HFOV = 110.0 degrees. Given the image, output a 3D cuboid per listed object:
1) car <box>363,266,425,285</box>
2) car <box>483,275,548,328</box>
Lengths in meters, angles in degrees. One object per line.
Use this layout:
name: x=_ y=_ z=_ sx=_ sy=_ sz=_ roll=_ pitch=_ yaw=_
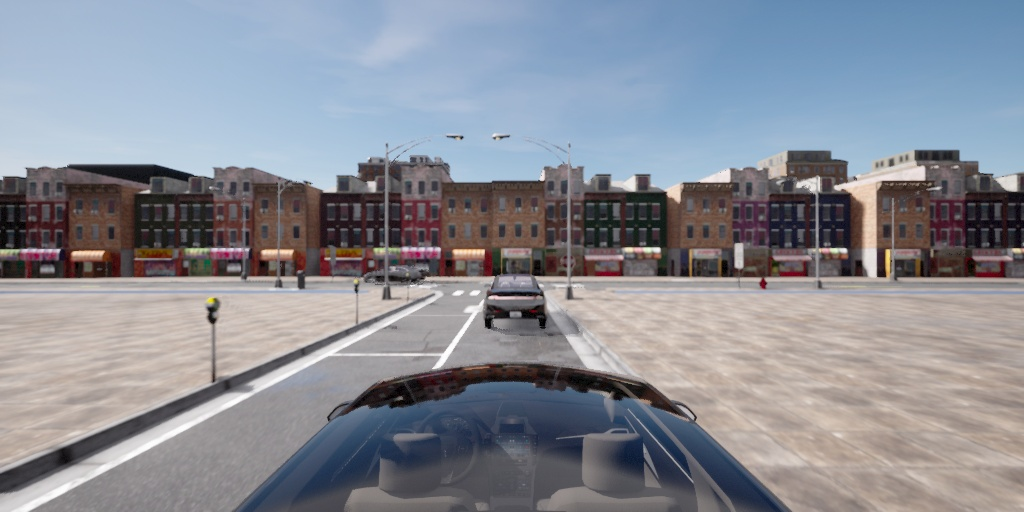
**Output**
car: x=-9.520 y=1.555 z=29.036 sx=4.902 sy=1.511 sz=2.128 roll=0 pitch=0 yaw=6
car: x=0.095 y=1.367 z=11.940 sx=2.128 sy=1.511 sz=4.902 roll=0 pitch=-1 yaw=0
